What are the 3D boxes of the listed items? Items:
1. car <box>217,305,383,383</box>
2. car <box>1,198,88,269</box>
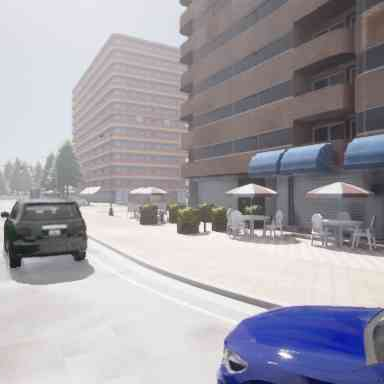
[{"bbox_3d":[2.422,1.526,2.457,4.674,1.442,1.812,0,0,35],"label":"car"},{"bbox_3d":[-5.253,1.241,11.635,2.150,2.045,5.566,0,0,-31],"label":"car"}]
